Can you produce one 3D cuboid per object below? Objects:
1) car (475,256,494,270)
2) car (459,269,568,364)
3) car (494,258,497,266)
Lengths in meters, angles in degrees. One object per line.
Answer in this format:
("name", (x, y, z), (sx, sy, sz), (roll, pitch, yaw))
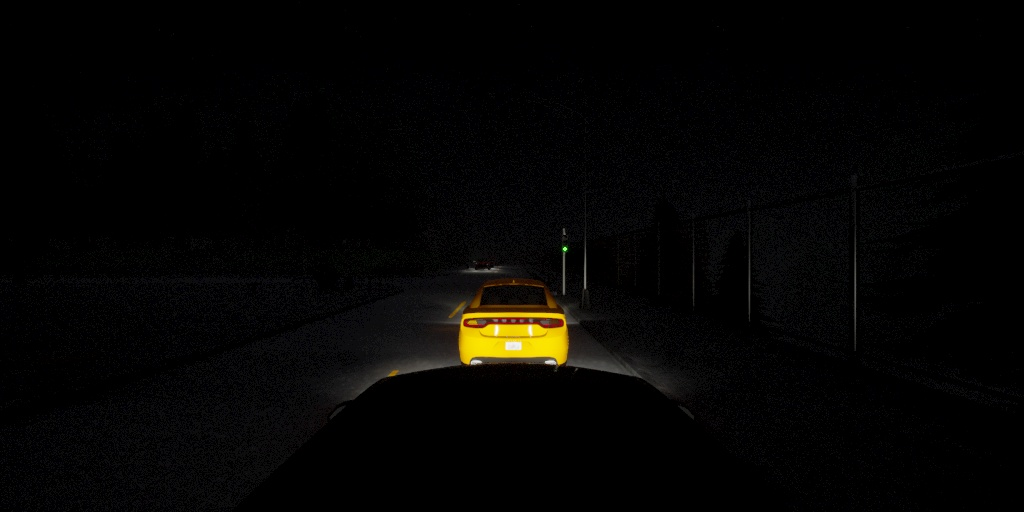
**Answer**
("car", (-4.135, 1.099, 51.941), (2.097, 1.767, 4.553), (0, 0, 0))
("car", (0.041, 1.228, 7.973), (1.882, 1.535, 5.008), (0, 0, 0))
("car", (-4.124, 1.347, 62.218), (1.895, 1.301, 4.718), (0, 0, 0))
